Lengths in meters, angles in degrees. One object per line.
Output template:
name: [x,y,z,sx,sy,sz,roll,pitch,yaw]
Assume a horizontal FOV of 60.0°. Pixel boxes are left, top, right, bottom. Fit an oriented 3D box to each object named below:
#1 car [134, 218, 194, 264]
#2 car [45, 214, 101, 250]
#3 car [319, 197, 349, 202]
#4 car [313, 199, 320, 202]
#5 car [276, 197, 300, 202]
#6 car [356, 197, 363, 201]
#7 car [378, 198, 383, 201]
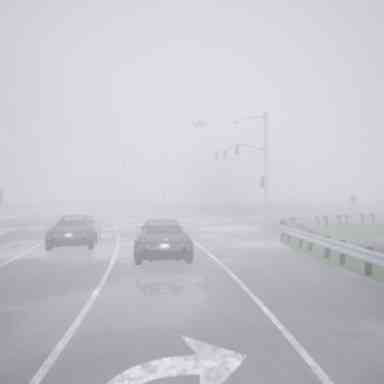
car: [-1.112,1.666,12.366,1.994,1.385,4.181,0,0,-7]
car: [-5.294,1.700,15.175,1.994,1.385,4.181,0,-1,-11]
car: [24.040,1.969,54.887,4.718,1.301,1.895,0,0,-14]
car: [22.584,1.923,58.101,4.674,1.442,1.812,0,0,-14]
car: [18.465,1.810,64.245,4.553,1.767,2.097,0,0,-14]
car: [32.859,1.806,68.326,4.553,1.767,2.097,0,0,-21]
car: [37.644,1.619,62.744,5.566,2.045,2.150,0,0,-21]
